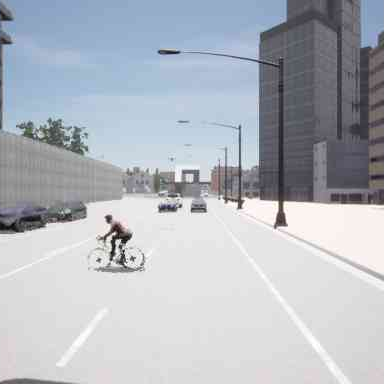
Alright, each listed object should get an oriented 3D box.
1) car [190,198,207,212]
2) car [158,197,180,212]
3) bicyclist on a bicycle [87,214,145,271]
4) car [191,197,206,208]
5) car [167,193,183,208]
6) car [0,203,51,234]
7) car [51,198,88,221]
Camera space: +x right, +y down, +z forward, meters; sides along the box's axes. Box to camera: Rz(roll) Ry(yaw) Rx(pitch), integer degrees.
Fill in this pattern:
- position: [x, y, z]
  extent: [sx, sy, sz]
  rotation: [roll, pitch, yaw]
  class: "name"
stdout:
- position: [0.786, 1.547, 38.392]
  extent: [2.033, 1.411, 5.357]
  rotation: [0, 0, 1]
  class: "car"
- position: [-2.721, 1.601, 38.247]
  extent: [1.895, 1.301, 4.718]
  rotation: [0, 0, 1]
  class: "car"
- position: [-2.179, 1.455, 9.450]
  extent: [1.656, 1.620, 0.582]
  rotation: [-2, 0, 1]
  class: "bicyclist on a bicycle"
- position: [0.963, 1.547, 49.013]
  extent: [2.033, 1.411, 5.357]
  rotation: [0, 0, 2]
  class: "car"
- position: [-2.557, 1.221, 48.062]
  extent: [2.150, 2.045, 5.566]
  rotation: [0, 0, 1]
  class: "car"
- position: [-10.255, 1.564, 19.349]
  extent: [1.994, 1.385, 4.181]
  rotation: [0, 0, 1]
  class: "car"
- position: [-10.020, 1.415, 26.634]
  extent: [2.097, 1.767, 4.553]
  rotation: [0, 0, 1]
  class: "car"
